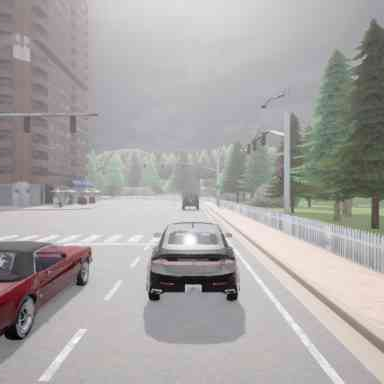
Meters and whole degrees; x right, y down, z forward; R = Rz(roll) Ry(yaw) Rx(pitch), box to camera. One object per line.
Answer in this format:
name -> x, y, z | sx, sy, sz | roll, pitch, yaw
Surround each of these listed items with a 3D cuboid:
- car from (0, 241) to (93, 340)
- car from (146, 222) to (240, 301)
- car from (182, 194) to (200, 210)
car -> -3.450, 1.601, 6.463 | 1.895, 1.301, 4.718 | 0, 0, 0
car -> 0.023, 1.492, 8.313 | 2.128, 1.511, 4.902 | 0, 0, 0
car -> -0.180, 1.221, 43.758 | 2.150, 2.045, 5.566 | 0, 0, -1
